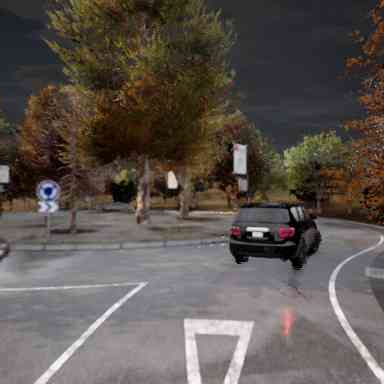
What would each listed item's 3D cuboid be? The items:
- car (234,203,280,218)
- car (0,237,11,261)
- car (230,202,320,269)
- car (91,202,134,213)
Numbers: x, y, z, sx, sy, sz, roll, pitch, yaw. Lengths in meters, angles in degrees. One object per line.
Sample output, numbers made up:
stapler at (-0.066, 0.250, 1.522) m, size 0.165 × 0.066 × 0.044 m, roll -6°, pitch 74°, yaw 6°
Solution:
car at (7.019, 1.969, 36.537) m, size 2.128 × 1.511 × 4.902 m, roll 1°, pitch -1°, yaw -32°
car at (-8.264, 1.627, 10.656) m, size 4.674 × 1.442 × 1.812 m, roll 0°, pitch -1°, yaw 8°
car at (3.173, 1.370, 12.110) m, size 2.150 × 2.045 × 5.566 m, roll -1°, pitch -1°, yaw 28°
car at (-10.302, 1.953, 43.359) m, size 5.357 × 1.411 × 2.033 m, roll 1°, pitch -1°, yaw -13°
